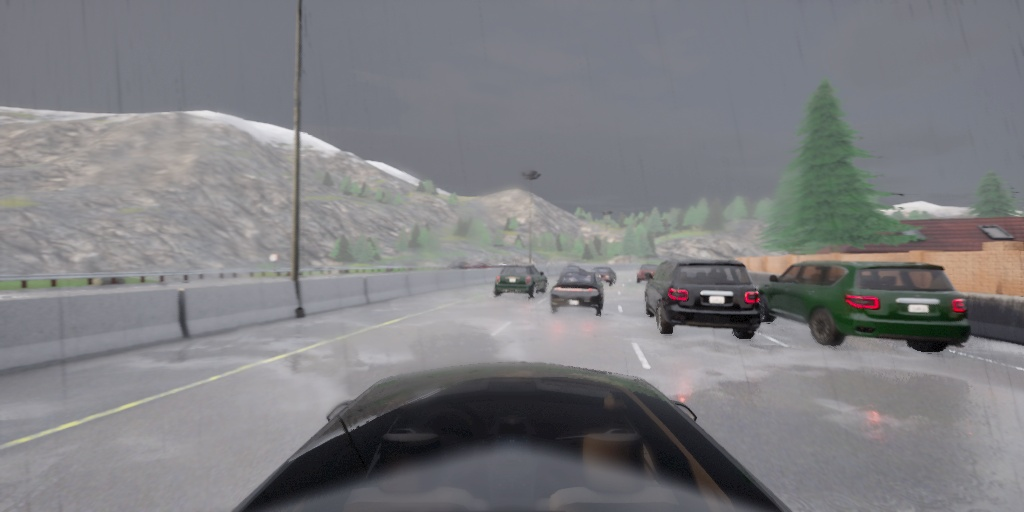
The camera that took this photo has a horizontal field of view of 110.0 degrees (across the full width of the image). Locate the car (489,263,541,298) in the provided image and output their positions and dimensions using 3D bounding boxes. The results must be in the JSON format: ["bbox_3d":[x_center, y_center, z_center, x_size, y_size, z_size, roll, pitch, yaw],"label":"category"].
[{"bbox_3d":[0.611,1.257,19.832,2.097,1.767,4.553,1,-1,16],"label":"car"}]

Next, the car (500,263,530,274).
[{"bbox_3d":[0.461,1.689,48.874,2.033,1.411,5.357,0,-1,26],"label":"car"}]

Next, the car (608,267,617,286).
[{"bbox_3d":[7.364,1.608,29.107,2.033,1.411,5.357,0,0,21],"label":"car"}]

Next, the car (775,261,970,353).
[{"bbox_3d":[8.717,1.143,9.724,2.150,2.045,5.566,1,0,14],"label":"car"}]

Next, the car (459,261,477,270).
[{"bbox_3d":[-5.285,1.585,52.959,1.882,1.535,5.008,0,0,27],"label":"car"}]

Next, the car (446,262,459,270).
[{"bbox_3d":[-8.148,1.595,55.051,1.837,1.490,4.892,0,0,27],"label":"car"}]

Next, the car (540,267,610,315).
[{"bbox_3d":[2.713,1.379,14.427,2.128,1.511,4.902,1,0,15],"label":"car"}]

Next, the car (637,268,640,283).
[{"bbox_3d":[12.532,1.501,32.568,2.097,1.767,4.553,1,0,22],"label":"car"}]

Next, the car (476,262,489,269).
[{"bbox_3d":[-2.608,1.720,50.519,1.895,1.301,4.718,0,-1,26],"label":"car"}]

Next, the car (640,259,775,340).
[{"bbox_3d":[5.382,1.112,10.845,2.150,2.045,5.566,1,0,14],"label":"car"}]
